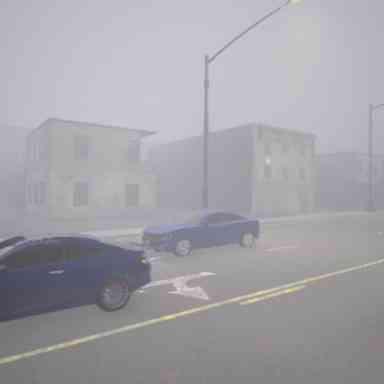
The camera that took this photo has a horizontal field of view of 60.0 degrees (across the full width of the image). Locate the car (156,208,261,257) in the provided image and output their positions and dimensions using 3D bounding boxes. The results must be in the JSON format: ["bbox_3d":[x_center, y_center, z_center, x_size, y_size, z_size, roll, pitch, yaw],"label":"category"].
[{"bbox_3d":[0.481,1.423,12.925,5.008,1.535,1.882,-1,0,-36],"label":"car"}]

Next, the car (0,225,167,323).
[{"bbox_3d":[-2.990,1.518,6.134,4.674,1.442,1.812,-1,0,-35],"label":"car"}]
